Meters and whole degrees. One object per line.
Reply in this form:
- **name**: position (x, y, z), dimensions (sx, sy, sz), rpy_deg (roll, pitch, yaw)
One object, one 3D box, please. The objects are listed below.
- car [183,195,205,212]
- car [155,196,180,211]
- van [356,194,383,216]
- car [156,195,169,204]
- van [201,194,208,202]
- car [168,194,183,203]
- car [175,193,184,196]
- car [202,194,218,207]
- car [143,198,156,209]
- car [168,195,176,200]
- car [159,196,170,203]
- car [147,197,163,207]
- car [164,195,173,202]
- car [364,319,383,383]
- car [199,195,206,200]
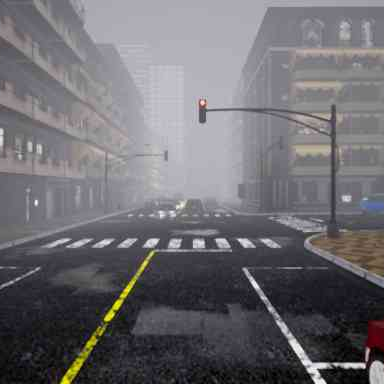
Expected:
- **car**: position (0.215, 1.453, 37.959), dimensions (1.882, 1.535, 5.008), rpy_deg (0, 0, 0)
- **car**: position (-2.974, 1.523, 41.308), dimensions (2.033, 1.411, 5.357), rpy_deg (0, 0, 0)
- **van**: position (15.723, 1.014, 27.327), dimensions (3.998, 1.788, 1.690), rpy_deg (-1, 1, -1)
- **car**: position (-5.510, 1.414, 61.883), dimensions (1.967, 1.590, 4.097), rpy_deg (-1, 0, 0)
- **van**: position (2.921, 1.318, 78.435), dimensions (1.690, 1.788, 3.998), rpy_deg (-1, 0, 0)
- **car**: position (-2.925, 1.536, 54.045), dimensions (1.994, 1.385, 4.181), rpy_deg (0, 0, 0)
- **car**: position (-2.786, 1.190, 69.838), dimensions (2.150, 2.045, 5.566), rpy_deg (0, 0, 0)
- **car**: position (2.836, 1.414, 50.796), dimensions (1.967, 1.590, 4.097), rpy_deg (-1, 0, 0)
- **car**: position (-5.559, 1.525, 45.300), dimensions (2.008, 1.369, 4.403), rpy_deg (0, 0, 0)
- **car**: position (-5.422, 1.563, 89.523), dimensions (1.802, 1.307, 4.206), rpy_deg (-1, 0, 0)
- **car**: position (-5.491, 1.556, 67.411), dimensions (1.802, 1.307, 4.206), rpy_deg (-1, 0, 0)
- **car**: position (-5.543, 1.540, 50.827), dimensions (1.947, 1.339, 4.313), rpy_deg (0, 0, 0)
- **car**: position (-5.457, 1.502, 78.297), dimensions (1.752, 1.417, 4.829), rpy_deg (-1, 0, 0)
- **car**: position (2.685, 1.543, 1.797), dimensions (1.887, 1.381, 4.507), rpy_deg (0, 0, 0)
- **car**: position (2.975, 1.528, 95.019), dimensions (1.887, 1.381, 4.507), rpy_deg (-1, 0, 0)
